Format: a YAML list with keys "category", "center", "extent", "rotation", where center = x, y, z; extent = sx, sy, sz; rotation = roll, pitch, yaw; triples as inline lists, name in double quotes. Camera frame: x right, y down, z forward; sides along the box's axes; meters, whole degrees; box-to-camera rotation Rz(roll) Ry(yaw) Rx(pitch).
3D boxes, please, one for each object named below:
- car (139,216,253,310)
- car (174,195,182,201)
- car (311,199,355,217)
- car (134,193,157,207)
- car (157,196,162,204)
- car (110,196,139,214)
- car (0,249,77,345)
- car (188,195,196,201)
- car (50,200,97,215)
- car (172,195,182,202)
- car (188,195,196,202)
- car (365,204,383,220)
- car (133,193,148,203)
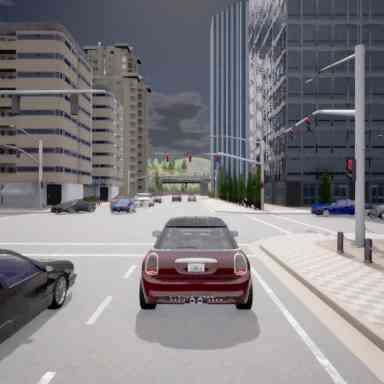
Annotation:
- category: "car"
  center: [0.082, 1.352, 7.988]
  extent: [2.097, 1.767, 4.553]
  rotation: [0, 0, 0]
- category: "car"
  center: [-3.504, 1.509, 84.353]
  extent: [2.033, 1.411, 5.357]
  rotation: [0, 0, 0]
- category: "car"
  center: [13.292, 1.422, 29.885]
  extent: [5.008, 1.535, 1.882]
  rotation: [0, 0, 1]
- category: "car"
  center: [-7.085, 1.221, 50.207]
  extent: [2.150, 2.045, 5.566]
  rotation: [0, 0, 1]
- category: "car"
  center: [-7.017, 1.547, 66.475]
  extent: [2.033, 1.411, 5.357]
  rotation: [0, 0, 0]
- category: "car"
  center: [-7.101, 1.448, 34.536]
  extent: [1.882, 1.535, 5.008]
  rotation: [0, -1, 0]
- category: "car"
  center: [-3.434, 1.547, 4.790]
  extent: [2.033, 1.411, 5.357]
  rotation: [0, 0, 0]
- category: "car"
  center: [-0.004, 1.493, 84.353]
  extent: [1.812, 1.442, 4.674]
  rotation: [0, 0, 0]
- category: "car"
  center: [-11.978, 1.523, 34.114]
  extent: [2.033, 1.411, 5.357]
  rotation: [0, -1, 19]
- category: "car"
  center: [-3.504, 1.470, 74.743]
  extent: [1.882, 1.535, 5.008]
  rotation: [0, 0, 0]
- category: "car"
  center: [-0.004, 1.547, 75.859]
  extent: [1.994, 1.385, 4.181]
  rotation: [0, 0, 0]
- category: "car"
  center: [16.279, 1.436, 26.362]
  extent: [4.902, 1.511, 2.128]
  rotation: [0, 0, 0]
- category: "car"
  center: [-10.503, 1.221, 68.410]
  extent: [2.150, 2.045, 5.566]
  rotation: [0, 0, 0]
